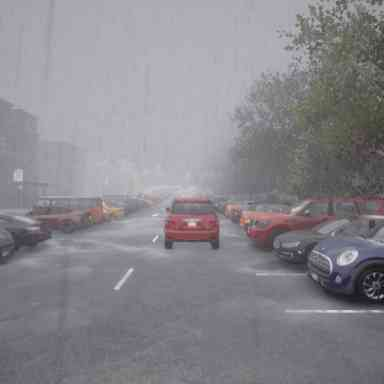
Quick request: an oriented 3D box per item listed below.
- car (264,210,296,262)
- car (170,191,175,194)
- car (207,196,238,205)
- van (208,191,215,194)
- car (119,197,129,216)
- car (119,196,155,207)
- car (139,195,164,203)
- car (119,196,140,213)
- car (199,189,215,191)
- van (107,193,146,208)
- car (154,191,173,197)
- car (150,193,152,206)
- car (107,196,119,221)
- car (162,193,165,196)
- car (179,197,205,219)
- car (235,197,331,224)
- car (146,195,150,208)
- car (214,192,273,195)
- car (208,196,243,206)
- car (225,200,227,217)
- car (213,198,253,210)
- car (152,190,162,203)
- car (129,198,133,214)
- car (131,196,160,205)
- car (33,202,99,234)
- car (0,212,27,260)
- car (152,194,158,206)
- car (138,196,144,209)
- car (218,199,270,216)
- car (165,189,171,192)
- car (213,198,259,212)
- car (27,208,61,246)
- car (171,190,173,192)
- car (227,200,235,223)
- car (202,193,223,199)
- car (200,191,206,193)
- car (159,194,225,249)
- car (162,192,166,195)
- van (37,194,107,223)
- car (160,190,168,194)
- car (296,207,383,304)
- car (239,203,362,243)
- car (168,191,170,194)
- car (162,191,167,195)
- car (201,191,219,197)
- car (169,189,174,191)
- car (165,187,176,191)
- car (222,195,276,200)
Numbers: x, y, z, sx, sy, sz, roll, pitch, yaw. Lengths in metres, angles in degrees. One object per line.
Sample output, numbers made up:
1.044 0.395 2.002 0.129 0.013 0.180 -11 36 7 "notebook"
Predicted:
5.046 1.481 10.424 4.892 1.521 2.231 0 0 0 "car"
-3.500 1.193 76.000 1.994 1.385 4.181 0 1 0 "car"
5.034 1.415 55.107 5.008 1.535 2.097 0 0 0 "car"
4.923 1.207 46.628 4.442 1.987 1.878 0 0 0 "van"
-8.225 1.464 27.109 5.366 1.575 1.946 0 0 0 "car"
-8.045 1.427 49.376 5.008 1.535 2.097 0 0 0 "car"
-8.038 1.365 66.094 4.674 1.452 2.002 0 1 0 "car"
-8.045 1.459 32.676 5.008 1.535 2.097 0 0 0 "car"
5.225 0.730 88.434 5.366 1.575 1.946 0 3 0 "car"
-7.923 1.224 38.242 4.442 1.987 1.878 0 0 0 "van"
-8.046 0.489 93.955 5.008 1.535 2.097 0 3 0 "car"
-8.071 1.313 43.934 4.553 1.767 2.185 0 0 0 "car"
-8.071 1.345 24.325 4.553 1.767 2.185 0 0 0 "car"
-8.045 1.386 60.515 5.008 1.535 2.097 0 0 0 "car"
0.000 1.351 29.635 2.097 1.767 4.553 0 0 0 "car"
5.008 1.350 18.780 4.553 1.767 2.185 0 0 0 "car"
-8.034 1.446 41.026 4.892 1.521 2.231 0 0 0 "car"
5.012 1.213 29.918 5.566 2.045 2.435 0 0 0 "car"
5.225 1.418 52.199 5.366 1.575 1.946 0 0 0 "car"
5.043 1.510 24.349 4.674 1.452 2.002 0 0 0 "car"
5.042 1.485 41.059 4.674 1.452 2.002 0 0 0 "car"
-8.012 1.170 52.158 5.566 2.045 2.435 0 0 0 "car"
-8.038 1.504 29.892 4.674 1.452 2.002 0 0 0 "car"
-8.069 1.434 57.728 4.792 1.488 2.163 0 0 0 "car"
-8.069 1.505 18.758 4.792 1.488 2.163 0 0 0 "car"
-8.071 1.354 10.409 4.553 1.767 2.185 0 0 0 "car"
-7.855 1.430 46.592 5.366 1.575 1.946 0 0 0 "car"
-8.035 1.455 35.459 5.008 1.535 2.097 0 0 0 "car"
5.068 1.489 32.706 4.792 1.488 2.163 0 0 0 "car"
-8.072 0.898 80.017 4.553 1.767 2.185 0 2 0 "car"
5.045 1.450 38.274 5.008 1.535 2.097 0 0 0 "car"
-8.037 1.518 13.192 4.674 1.452 2.002 0 0 0 "car"
-8.069 0.872 85.601 4.792 1.488 2.163 0 2 0 "car"
5.034 1.473 21.565 5.008 1.535 2.097 0 0 0 "car"
5.034 0.931 82.991 5.008 1.535 2.097 0 2 0 "car"
1.049 1.200 65.681 2.097 1.767 4.553 0 1 0 "car"
0.000 1.256 14.694 2.150 2.045 5.566 0 0 0 "car"
-8.046 1.360 63.304 5.008 1.535 2.097 0 1 0 "car"
-8.157 1.247 21.605 4.442 1.987 1.878 0 0 0 "van"
-8.009 1.105 71.658 4.553 1.767 2.185 0 1 0 "car"
5.071 1.354 7.639 4.553 1.767 2.185 0 0 0 "car"
5.044 1.477 15.995 5.008 1.535 2.097 0 0 0 "car"
-8.069 1.130 77.235 4.792 1.488 2.163 0 1 0 "car"
-8.009 1.156 68.878 4.553 1.767 2.185 0 1 0 "car"
5.068 0.516 94.018 4.792 1.488 2.163 0 3 0 "car"
-8.047 0.736 88.377 4.892 1.521 2.231 0 2 0 "car"
-8.012 0.366 91.153 5.566 2.045 2.435 0 3 0 "car"
5.009 1.342 27.134 4.553 1.767 2.185 0 0 0 "car"
